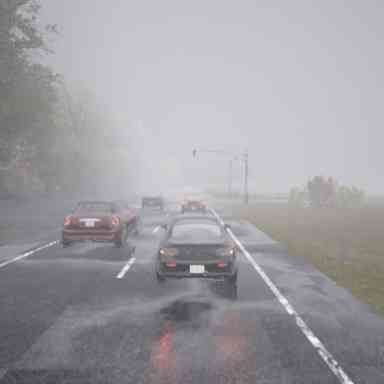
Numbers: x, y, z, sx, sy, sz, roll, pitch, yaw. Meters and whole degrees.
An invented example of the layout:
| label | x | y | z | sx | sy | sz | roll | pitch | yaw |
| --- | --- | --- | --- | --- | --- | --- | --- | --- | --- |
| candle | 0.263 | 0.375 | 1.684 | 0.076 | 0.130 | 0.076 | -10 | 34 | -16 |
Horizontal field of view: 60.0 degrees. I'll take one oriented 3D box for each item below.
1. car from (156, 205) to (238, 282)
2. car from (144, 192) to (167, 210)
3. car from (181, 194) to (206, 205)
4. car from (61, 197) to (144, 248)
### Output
| label | x | y | z | sx | sy | sz | roll | pitch | yaw |
| --- | --- | --- | --- | --- | --- | --- | --- | --- | --- |
| car | 0.103 | 1.302 | 8.908 | 1.812 | 1.442 | 4.674 | 0 | 2 | 0 |
| car | -3.393 | 0.726 | 30.190 | 1.882 | 1.535 | 5.008 | 0 | 1 | 0 |
| car | 0.110 | 0.891 | 25.468 | 1.812 | 1.442 | 4.674 | 0 | 1 | 0 |
| car | -3.398 | 1.023 | 13.207 | 2.097 | 1.767 | 4.553 | 0 | 2 | 0 |
